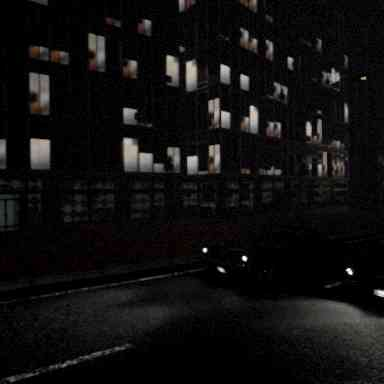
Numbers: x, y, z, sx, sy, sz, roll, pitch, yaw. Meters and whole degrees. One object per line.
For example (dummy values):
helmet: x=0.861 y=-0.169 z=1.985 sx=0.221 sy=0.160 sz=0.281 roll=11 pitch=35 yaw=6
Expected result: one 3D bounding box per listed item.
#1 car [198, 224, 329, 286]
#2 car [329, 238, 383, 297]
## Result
car: x=2.489 y=1.661 z=9.716 sx=4.718 sy=1.301 sz=1.895 roll=0 pitch=0 yaw=-38
car: x=5.794 y=1.614 z=8.162 sx=5.357 sy=1.411 sz=2.033 roll=0 pitch=0 yaw=-38
